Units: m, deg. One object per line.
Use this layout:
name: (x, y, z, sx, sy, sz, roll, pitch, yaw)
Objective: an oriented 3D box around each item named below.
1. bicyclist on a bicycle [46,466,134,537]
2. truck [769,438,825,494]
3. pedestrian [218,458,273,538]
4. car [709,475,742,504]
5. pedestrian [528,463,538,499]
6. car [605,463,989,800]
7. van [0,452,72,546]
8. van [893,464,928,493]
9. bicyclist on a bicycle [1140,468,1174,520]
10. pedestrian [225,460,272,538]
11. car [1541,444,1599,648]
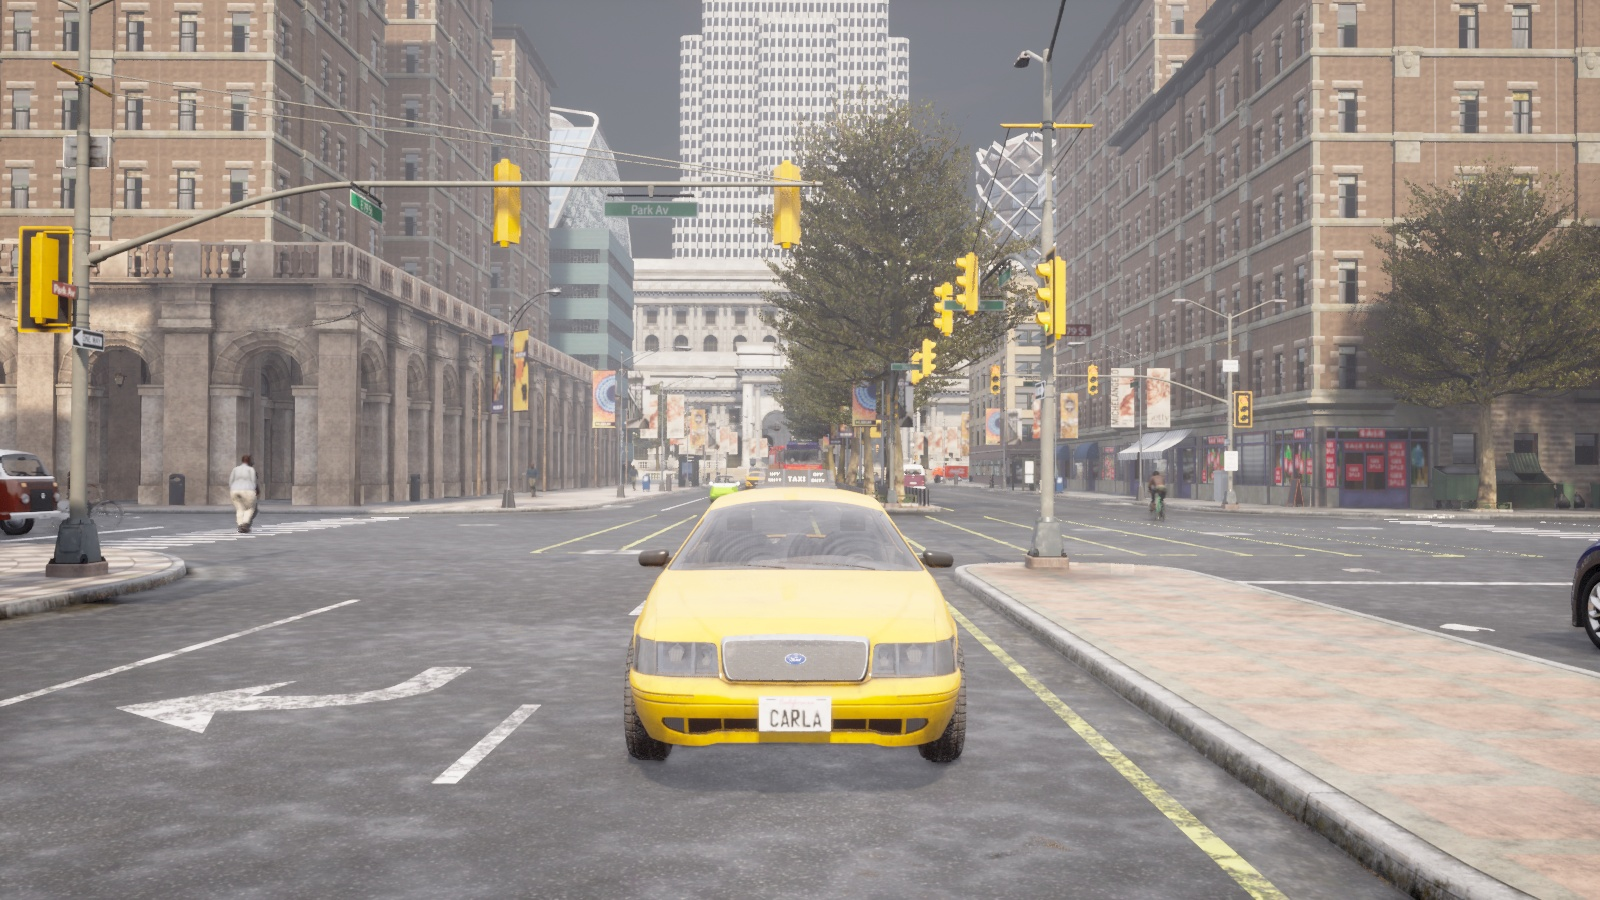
bicyclist on a bicycle: (-18.058, 1.293, 31.954, 1.843, 1.776, 0.659, 0, -1, -2)
truck: (-0.311, 1.169, 90.610, 2.891, 3.827, 8.468, 0, -1, -8)
pedestrian: (-13.123, 1.120, 29.722, 0.874, 1.855, 0.900, 0, -1, 2)
car: (-3.639, 1.910, 61.227, 1.481, 1.376, 2.207, 0, -1, 0)
pedestrian: (-13.670, 1.602, 64.249, 0.370, 1.835, 0.726, 0, -1, 0)
car: (-0.020, 0.898, 8.598, 1.801, 1.575, 5.366, 0, -1, 0)
van: (-19.304, 1.092, 28.406, 4.480, 2.038, 2.069, 0, -1, 0)
van: (7.797, 1.994, 88.791, 2.069, 2.038, 4.480, 0, -1, 0)
bicyclist on a bicycle: (11.409, 1.394, 40.143, 0.582, 1.620, 1.656, 0, -1, 0)
pedestrian: (-13.353, 1.172, 30.412, 0.634, 1.844, 0.899, 0, -1, 13)
car: (7.978, 0.799, 9.444, 2.097, 1.767, 4.553, 0, -1, 0)
